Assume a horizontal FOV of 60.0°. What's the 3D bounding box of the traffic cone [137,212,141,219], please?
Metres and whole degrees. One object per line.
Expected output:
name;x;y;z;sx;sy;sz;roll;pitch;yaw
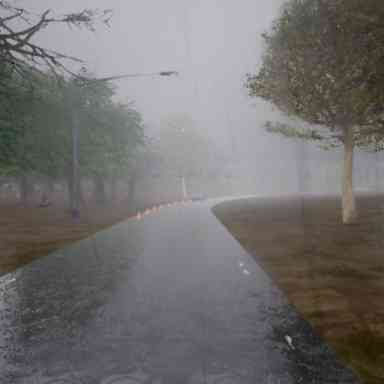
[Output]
traffic cone;-4.196;1.813;26.298;0.340;0.580;0.340;0;0;0

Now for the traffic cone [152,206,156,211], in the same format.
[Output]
traffic cone;-4.135;1.738;36.388;0.340;0.580;0.340;0;1;2

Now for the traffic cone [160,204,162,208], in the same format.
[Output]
traffic cone;-3.849;1.686;41.505;0.340;0.580;0.340;0;1;4

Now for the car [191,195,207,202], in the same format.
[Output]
car;1.209;1.112;58.441;1.895;1.301;4.718;1;1;14
